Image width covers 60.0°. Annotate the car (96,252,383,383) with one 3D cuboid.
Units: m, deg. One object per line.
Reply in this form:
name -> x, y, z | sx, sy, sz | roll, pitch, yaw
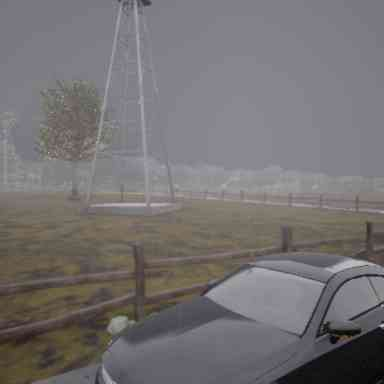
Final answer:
car -> 1.260, 1.530, 3.964 | 4.674, 1.442, 1.812 | 0, 0, -35
